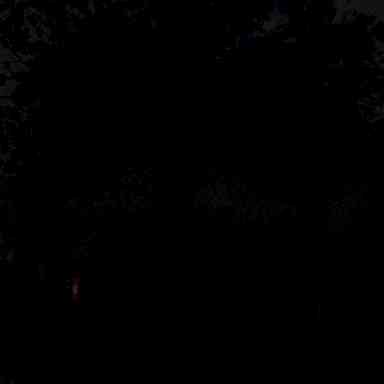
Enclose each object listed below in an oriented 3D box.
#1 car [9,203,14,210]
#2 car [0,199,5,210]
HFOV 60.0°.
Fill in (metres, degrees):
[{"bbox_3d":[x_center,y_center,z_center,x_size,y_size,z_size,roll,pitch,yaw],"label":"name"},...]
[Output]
[{"bbox_3d":[-25.780,1.606,43.615,2.185,1.767,4.553,-1,-1,30],"label":"car"},{"bbox_3d":[-28.406,1.784,45.133,2.097,1.535,5.008,-1,-1,30],"label":"car"}]
